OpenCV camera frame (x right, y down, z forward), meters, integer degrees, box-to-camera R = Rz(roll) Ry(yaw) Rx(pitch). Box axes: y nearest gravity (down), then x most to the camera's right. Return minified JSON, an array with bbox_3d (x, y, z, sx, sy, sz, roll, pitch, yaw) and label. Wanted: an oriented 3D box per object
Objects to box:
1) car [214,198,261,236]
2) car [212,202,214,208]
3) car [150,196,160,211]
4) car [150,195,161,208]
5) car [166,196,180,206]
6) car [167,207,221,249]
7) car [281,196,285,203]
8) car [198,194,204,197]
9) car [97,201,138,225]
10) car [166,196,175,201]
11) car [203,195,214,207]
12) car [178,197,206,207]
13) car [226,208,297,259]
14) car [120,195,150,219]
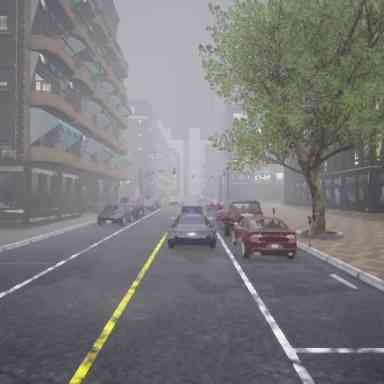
[{"bbox_3d":[2.613,1.318,18.199,2.192,1.841,5.009,1,0,0],"label":"car"},{"bbox_3d":[2.644,1.587,23.851,1.802,1.307,4.206,1,0,0],"label":"car"},{"bbox_3d":[-5.443,1.582,40.862,1.947,1.339,4.313,1,0,0],"label":"car"},{"bbox_3d":[-5.440,1.336,46.509,2.192,1.841,5.009,1,0,0],"label":"car"},{"bbox_3d":[-2.750,1.543,55.350,1.882,1.535,5.008,0,0,0],"label":"car"},{"bbox_3d":[0.000,1.575,14.651,1.994,1.385,4.181,0,0,0],"label":"car"},{"bbox_3d":[18.687,1.387,61.517,4.097,1.590,1.967,0,-1,1],"label":"car"},{"bbox_3d":[2.704,1.587,81.973,1.752,1.417,4.829,1,0,0],"label":"car"},{"bbox_3d":[-5.443,1.571,23.923,1.947,1.339,4.313,1,0,0],"label":"car"},{"bbox_3d":[-5.436,1.616,84.428,2.008,1.369,4.403,1,0,0],"label":"car"},{"bbox_3d":[2.705,1.457,40.809,1.967,1.590,4.097,1,0,0],"label":"car"},{"bbox_3d":[0.000,1.494,29.653,1.882,1.535,5.008,0,0,0],"label":"car"},{"bbox_3d":[2.576,1.545,12.547,1.887,1.381,4.507,1,0,0],"label":"car"},{"bbox_3d":[-5.440,1.323,29.570,2.192,1.841,5.009,1,0,0],"label":"car"}]
